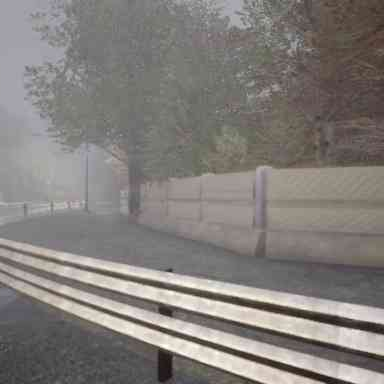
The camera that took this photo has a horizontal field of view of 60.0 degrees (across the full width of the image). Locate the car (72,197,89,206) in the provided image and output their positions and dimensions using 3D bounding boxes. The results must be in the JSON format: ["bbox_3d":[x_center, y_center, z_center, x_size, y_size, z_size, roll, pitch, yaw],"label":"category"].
[{"bbox_3d":[-24.334,2.003,71.556,2.150,2.045,5.566,0,-1,-9],"label":"car"}]

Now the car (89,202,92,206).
[{"bbox_3d":[-25.941,2.617,82.092,2.128,1.511,4.902,0,-2,-9],"label":"car"}]
